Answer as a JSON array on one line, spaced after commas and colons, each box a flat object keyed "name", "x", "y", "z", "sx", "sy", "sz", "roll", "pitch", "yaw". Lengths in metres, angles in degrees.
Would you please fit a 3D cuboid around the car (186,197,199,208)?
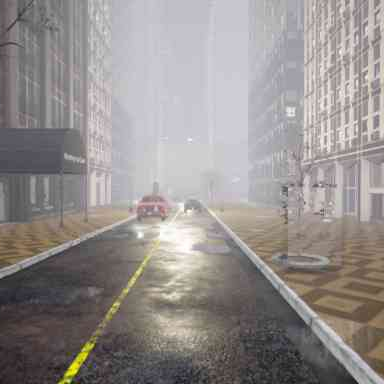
[{"name": "car", "x": 0.100, "y": 1.545, "z": 50.699, "sx": 1.812, "sy": 1.442, "sz": 4.674, "roll": 0, "pitch": 0, "yaw": 1}]

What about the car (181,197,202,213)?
[{"name": "car", "x": 0.092, "y": 1.510, "z": 37.520, "sx": 1.837, "sy": 1.490, "sz": 4.892, "roll": 0, "pitch": -1, "yaw": 0}]

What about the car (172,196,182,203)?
[{"name": "car", "x": -3.006, "y": 1.541, "z": 68.506, "sx": 1.837, "sy": 1.490, "sz": 4.892, "roll": 0, "pitch": 0, "yaw": 0}]

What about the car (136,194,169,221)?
[{"name": "car", "x": -3.101, "y": 1.225, "z": 27.163, "sx": 2.150, "sy": 2.045, "sz": 5.566, "roll": 0, "pitch": 0, "yaw": 0}]
